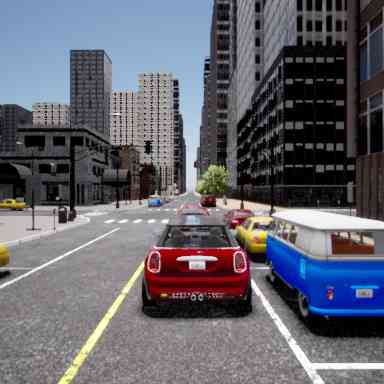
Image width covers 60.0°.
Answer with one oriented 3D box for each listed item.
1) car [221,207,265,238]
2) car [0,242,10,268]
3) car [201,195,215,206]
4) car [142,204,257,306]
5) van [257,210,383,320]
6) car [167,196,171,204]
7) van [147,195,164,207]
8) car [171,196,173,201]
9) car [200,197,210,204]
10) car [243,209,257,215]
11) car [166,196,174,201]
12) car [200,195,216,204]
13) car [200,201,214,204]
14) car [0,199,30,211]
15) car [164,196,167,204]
[{"bbox_3d":[2.663,1.587,18.355,1.802,1.307,4.206,0,0,0],"label":"car"},{"bbox_3d":[-5.701,1.525,6.847,1.752,1.417,4.829,0,0,0],"label":"car"},{"bbox_3d":[2.612,1.380,56.268,2.192,1.841,5.009,0,0,0],"label":"car"},{"bbox_3d":[0.089,1.352,8.168,2.097,1.767,4.553,0,0,0],"label":"car"},{"bbox_3d":[2.678,1.341,7.028,1.690,1.788,3.998,0,0,0],"label":"van"},{"bbox_3d":[-5.782,1.529,67.303,1.967,1.590,4.097,0,0,0],"label":"car"},{"bbox_3d":[-5.760,1.395,50.730,1.690,1.788,3.998,0,0,0],"label":"van"},{"bbox_3d":[-5.789,1.653,72.825,2.008,1.369,4.403,0,0,0],"label":"car"},{"bbox_3d":[2.599,1.655,67.316,1.947,1.339,4.313,0,0,0],"label":"car"},{"bbox_3d":[2.671,1.527,12.863,1.752,1.417,4.829,0,0,0],"label":"car"},{"bbox_3d":[-5.811,1.673,89.227,1.752,1.417,4.829,0,0,0],"label":"car"},{"bbox_3d":[2.620,1.369,50.743,2.192,1.841,5.009,0,0,0],"label":"car"},{"bbox_3d":[0.077,1.482,17.374,1.882,1.535,5.008,0,0,0],"label":"car"},{"bbox_3d":[-21.460,1.469,38.541,4.829,1.417,1.752,0,0,0],"label":"car"},{"bbox_3d":[-5.767,1.505,56.254,1.967,1.590,4.097,0,0,0],"label":"car"}]
